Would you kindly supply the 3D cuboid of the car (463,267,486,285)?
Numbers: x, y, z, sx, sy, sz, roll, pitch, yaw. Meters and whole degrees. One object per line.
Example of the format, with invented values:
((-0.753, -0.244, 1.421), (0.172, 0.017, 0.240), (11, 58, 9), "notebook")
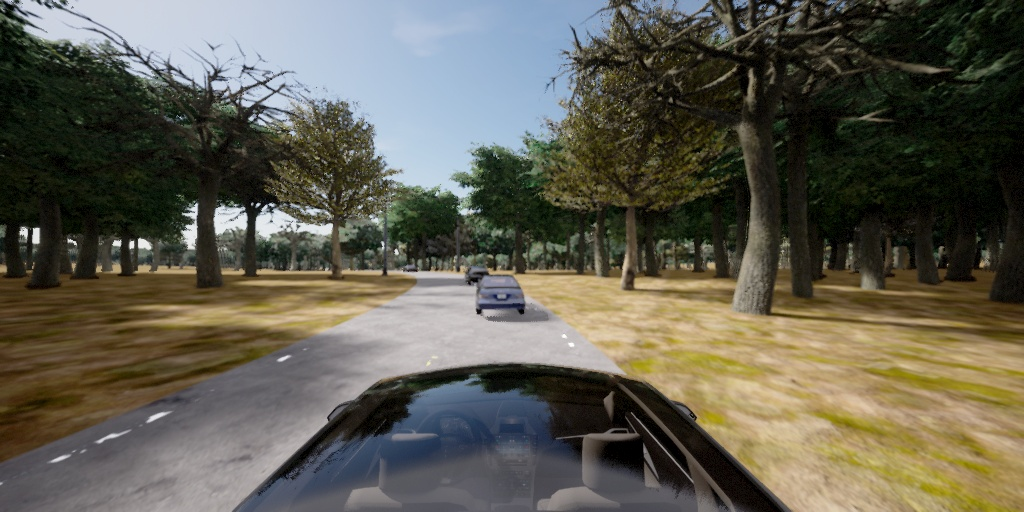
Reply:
((-2.998, 1.630, 30.532), (1.837, 1.490, 4.892), (0, 0, -12), "car")

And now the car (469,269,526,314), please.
((-0.564, 1.443, 14.605), (2.033, 1.411, 5.357), (0, -1, -5), "car")
